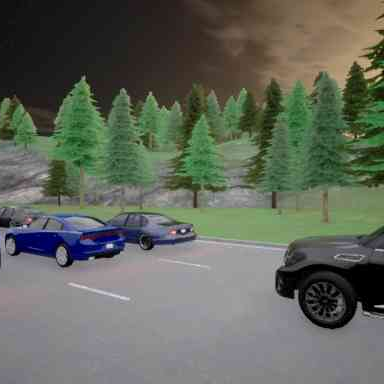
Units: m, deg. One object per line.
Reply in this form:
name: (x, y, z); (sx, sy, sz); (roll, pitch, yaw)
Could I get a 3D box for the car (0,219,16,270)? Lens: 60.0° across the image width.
car: (-6.951, 1.505, 8.925); (4.892, 1.490, 1.837); (0, 0, 36)

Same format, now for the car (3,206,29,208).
car: (-10.605, 1.547, 20.066); (5.357, 1.411, 2.033); (0, 0, 35)

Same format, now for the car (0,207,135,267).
car: (-4.499, 1.478, 11.474); (5.008, 1.535, 1.882); (0, 0, 36)

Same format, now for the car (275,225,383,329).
car: (4.210, 1.222, 5.293); (5.566, 2.045, 2.150); (0, 0, 35)

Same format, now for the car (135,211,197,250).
car: (-2.377, 1.547, 14.261); (5.357, 1.411, 2.033); (0, 0, 35)
